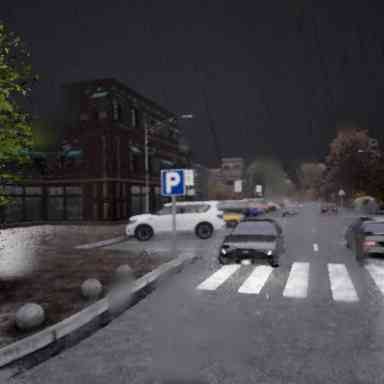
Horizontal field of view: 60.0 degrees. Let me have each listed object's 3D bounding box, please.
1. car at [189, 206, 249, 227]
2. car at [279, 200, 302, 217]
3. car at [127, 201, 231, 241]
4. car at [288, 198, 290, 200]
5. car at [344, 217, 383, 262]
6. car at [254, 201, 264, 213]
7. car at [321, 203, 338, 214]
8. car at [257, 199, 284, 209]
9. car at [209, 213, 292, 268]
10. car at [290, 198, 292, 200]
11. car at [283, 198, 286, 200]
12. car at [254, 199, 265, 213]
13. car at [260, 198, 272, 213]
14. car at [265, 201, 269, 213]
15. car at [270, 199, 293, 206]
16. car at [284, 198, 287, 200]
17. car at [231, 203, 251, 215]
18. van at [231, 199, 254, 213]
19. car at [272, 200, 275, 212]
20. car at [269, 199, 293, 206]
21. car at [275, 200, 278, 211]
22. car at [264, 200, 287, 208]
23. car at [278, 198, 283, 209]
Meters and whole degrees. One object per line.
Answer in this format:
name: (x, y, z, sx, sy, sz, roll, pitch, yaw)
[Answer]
car: (2.142, 2.004, 27.516, 4.674, 1.452, 2.002, -2, -2, -1)
car: (11.155, 1.985, 37.049, 1.837, 1.490, 4.892, -2, -2, 20)
car: (-0.880, 1.607, 19.006, 5.566, 2.045, 2.435, -2, -1, -1)
car: (17.266, 2.576, 69.948, 4.792, 1.488, 2.163, -2, -2, 0)
car: (6.765, 1.620, 12.131, 2.033, 1.411, 5.357, -2, -1, 20)
car: (4.154, 2.034, 33.172, 5.008, 1.535, 2.097, -2, -1, -1)
car: (17.535, 2.058, 42.629, 1.895, 1.301, 4.718, -2, -1, 19)
car: (15.190, 2.336, 64.299, 4.553, 1.767, 2.185, -2, -2, 0)
car: (2.420, 1.716, 12.296, 2.033, 1.411, 5.357, -2, -1, 19)
car: (21.228, 2.734, 81.266, 4.892, 1.521, 2.231, -2, -2, -1)
car: (12.390, 2.325, 55.814, 5.366, 1.575, 1.946, -2, -2, 0)
car: (5.116, 1.945, 36.018, 4.553, 1.767, 2.185, -2, -2, -1)
car: (7.192, 2.015, 41.666, 4.553, 1.767, 2.185, -2, -1, 0)
car: (6.157, 2.145, 38.839, 4.674, 1.452, 2.002, -2, -2, 0)
car: (23.408, 2.818, 86.929, 5.366, 1.575, 1.946, -2, -2, -1)
car: (13.223, 2.124, 58.660, 5.566, 2.045, 2.435, -2, -2, -1)
car: (1.333, 1.919, 24.683, 5.366, 1.575, 1.946, -2, -2, -1)
van: (3.021, 1.777, 30.345, 4.442, 1.987, 1.878, -2, -1, -1)
car: (8.199, 2.051, 44.493, 4.553, 1.767, 2.185, -2, -1, 0)
car: (22.415, 2.771, 84.097, 5.366, 1.575, 1.946, -2, -2, -1)
car: (9.208, 2.245, 47.331, 4.792, 1.488, 2.163, -2, -2, 0)
car: (18.238, 2.634, 72.777, 4.674, 1.452, 2.002, -2, -2, -1)
car: (10.207, 2.002, 50.163, 5.566, 2.045, 2.435, -2, -2, 0)
